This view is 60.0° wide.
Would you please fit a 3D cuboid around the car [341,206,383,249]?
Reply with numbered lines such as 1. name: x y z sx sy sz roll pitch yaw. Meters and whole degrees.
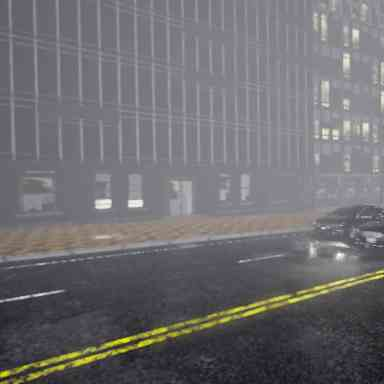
1. car: 8.394 1.423 12.997 4.902 1.511 2.128 0 0 -32

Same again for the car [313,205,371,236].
1. car: 8.145 1.419 16.664 4.892 1.490 1.837 0 0 -31
